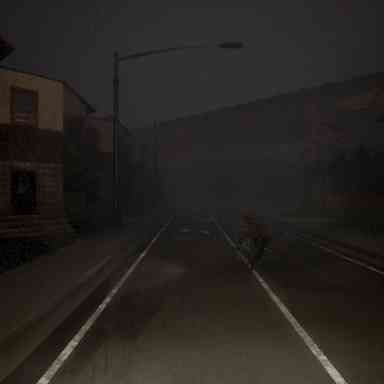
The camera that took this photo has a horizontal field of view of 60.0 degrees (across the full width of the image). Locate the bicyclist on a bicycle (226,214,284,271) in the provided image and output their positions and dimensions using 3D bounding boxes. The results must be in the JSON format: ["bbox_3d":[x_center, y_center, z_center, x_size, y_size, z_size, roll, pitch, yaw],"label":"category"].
[{"bbox_3d":[1.765,1.453,9.418,1.656,1.620,0.582,-2,0,0],"label":"bicyclist on a bicycle"}]

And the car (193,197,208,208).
[{"bbox_3d":[1.271,1.477,47.791,1.882,1.535,5.008,0,0,7],"label":"car"}]
